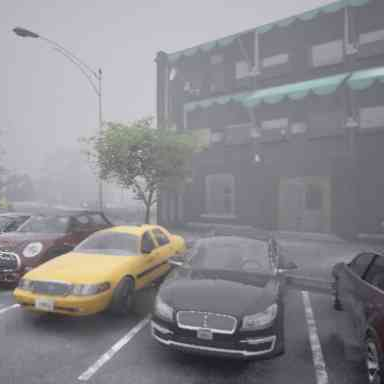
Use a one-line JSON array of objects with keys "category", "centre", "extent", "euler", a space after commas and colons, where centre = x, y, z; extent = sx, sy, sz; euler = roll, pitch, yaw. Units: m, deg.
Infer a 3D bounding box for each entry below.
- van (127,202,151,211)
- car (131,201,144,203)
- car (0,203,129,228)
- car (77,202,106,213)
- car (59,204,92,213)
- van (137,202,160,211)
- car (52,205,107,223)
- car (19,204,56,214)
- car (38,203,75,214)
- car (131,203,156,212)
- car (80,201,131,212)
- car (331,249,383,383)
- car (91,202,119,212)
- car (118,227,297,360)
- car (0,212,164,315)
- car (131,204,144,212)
[{"category": "van", "centre": [-11.021, 3.006, 69.138], "extent": [4.442, 1.987, 1.878], "euler": [0, -2, 15]}, {"category": "car", "centre": [-12.858, 2.890, 66.726], "extent": [5.566, 2.045, 2.435], "euler": [0, -2, 15]}, {"category": "car", "centre": [-3.984, 1.370, 9.827], "extent": [2.185, 1.767, 4.553], "euler": [1, -1, 16]}, {"category": "car", "centre": [-17.946, 2.745, 59.394], "extent": [4.553, 1.767, 2.185], "euler": [0, -2, 15]}, {"category": "car", "centre": [-19.824, 2.797, 56.592], "extent": [4.792, 1.488, 2.163], "euler": [0, -2, 15]}, {"category": "van", "centre": [-9.329, 3.096, 71.586], "extent": [4.442, 1.987, 1.878], "euler": [0, -2, 15]}, {"category": "car", "centre": [-12.038, 2.326, 35.767], "extent": [5.366, 1.575, 1.946], "euler": [1, -2, 15]}, {"category": "car", "centre": [-23.717, 2.563, 51.022], "extent": [4.892, 1.521, 2.231], "euler": [0, -2, 15]}, {"category": "car", "centre": [-21.967, 2.662, 53.852], "extent": [5.366, 1.575, 1.946], "euler": [0, -2, 15]}, {"category": "car", "centre": [-7.020, 2.624, 43.235], "extent": [5.008, 1.535, 2.097], "euler": [1, -1, 15]}, {"category": "car", "centre": [-10.450, 2.180, 38.294], "extent": [5.566, 2.045, 2.435], "euler": [1, -1, 15]}, {"category": "car", "centre": [3.229, 1.517, 4.665], "extent": [2.163, 1.488, 4.792], "euler": [0, -1, 16]}, {"category": "car", "centre": [-16.192, 2.835, 61.815], "extent": [4.553, 1.767, 2.185], "euler": [0, -2, 15]}, {"category": "car", "centre": [0.816, 1.491, 6.361], "extent": [2.231, 1.521, 4.892], "euler": [1, -1, 16]}, {"category": "car", "centre": [-1.630, 1.487, 7.897], "extent": [1.946, 1.575, 5.366], "euler": [0, -1, 15]}, {"category": "car", "centre": [-8.758, 2.570, 40.759], "extent": [4.674, 1.452, 2.002], "euler": [1, -1, 15]}]
